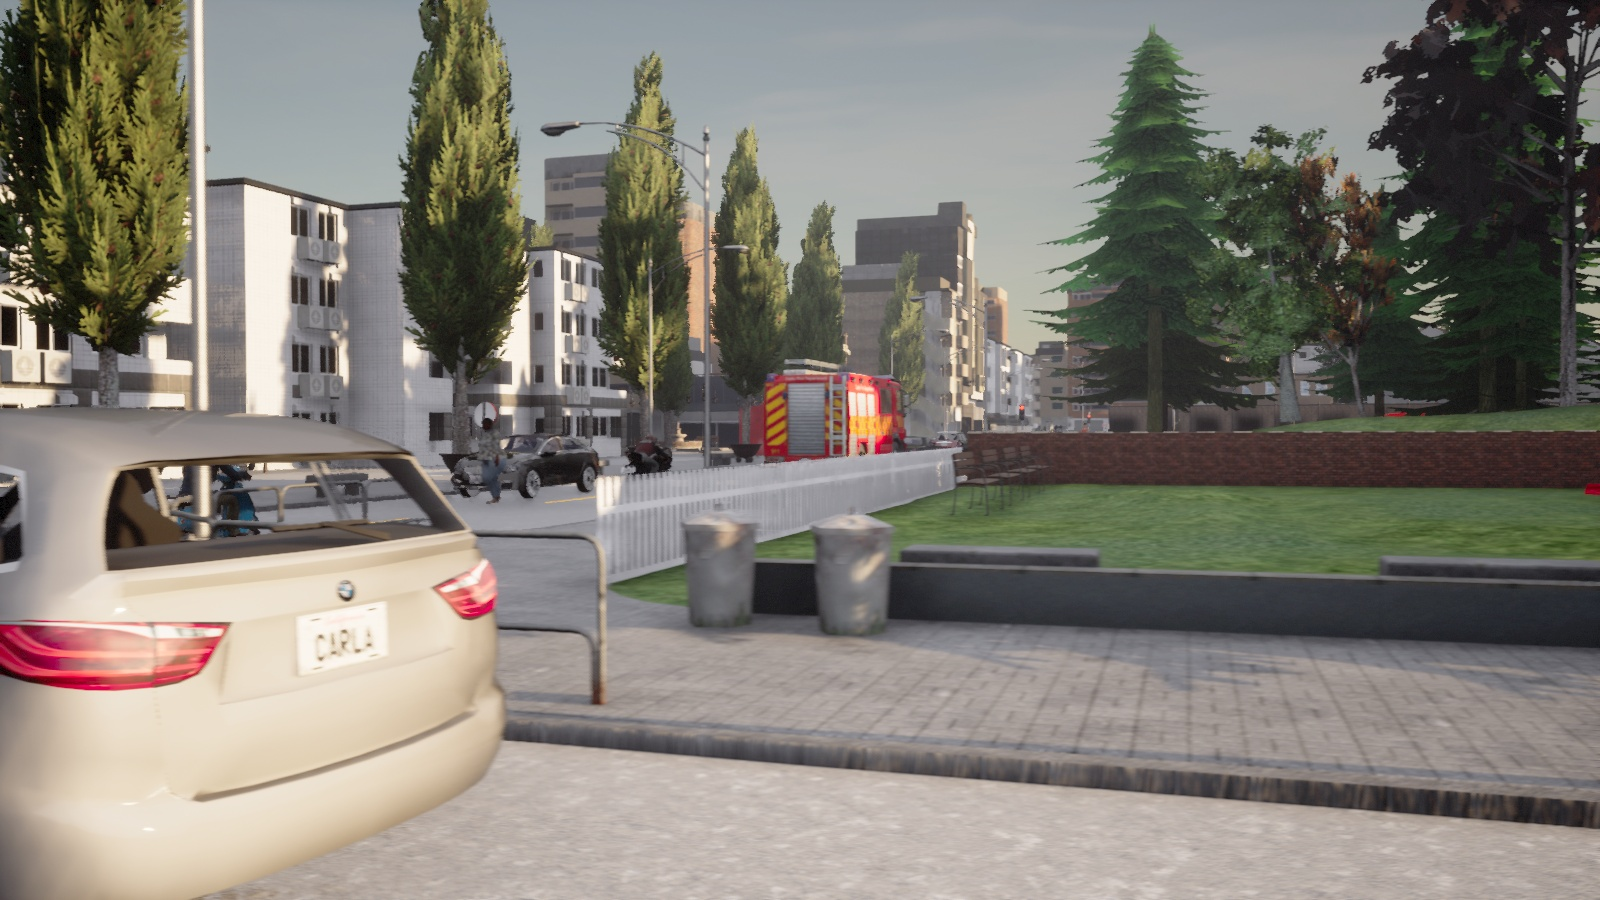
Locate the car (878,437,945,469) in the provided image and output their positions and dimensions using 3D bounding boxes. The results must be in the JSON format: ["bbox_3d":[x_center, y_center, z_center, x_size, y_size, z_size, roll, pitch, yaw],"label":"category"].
[{"bbox_3d":[4.889,0.086,54.519,1.895,1.301,4.718,1,1,17],"label":"car"}]

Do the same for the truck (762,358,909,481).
[{"bbox_3d":[1.449,-1.018,43.472,2.891,3.827,8.468,1,1,17],"label":"truck"}]

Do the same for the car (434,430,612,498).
[{"bbox_3d":[-6.675,0.268,30.913,2.128,1.511,4.902,1,1,17],"label":"car"}]

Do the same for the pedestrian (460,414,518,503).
[{"bbox_3d":[-6.627,0.172,26.758,0.900,1.855,0.874,-1,1,-41],"label":"pedestrian"}]

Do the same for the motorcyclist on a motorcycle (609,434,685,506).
[{"bbox_3d":[-3.387,0.407,28.024,0.866,1.530,2.191,0,1,17],"label":"motorcyclist on a motorcycle"}]

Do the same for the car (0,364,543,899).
[{"bbox_3d":[-3.627,0.576,5.178,4.611,1.667,2.242,1,1,26],"label":"car"}]

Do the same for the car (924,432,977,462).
[{"bbox_3d":[7.619,-0.178,63.346,1.970,1.475,3.806,1,1,18],"label":"car"}]
